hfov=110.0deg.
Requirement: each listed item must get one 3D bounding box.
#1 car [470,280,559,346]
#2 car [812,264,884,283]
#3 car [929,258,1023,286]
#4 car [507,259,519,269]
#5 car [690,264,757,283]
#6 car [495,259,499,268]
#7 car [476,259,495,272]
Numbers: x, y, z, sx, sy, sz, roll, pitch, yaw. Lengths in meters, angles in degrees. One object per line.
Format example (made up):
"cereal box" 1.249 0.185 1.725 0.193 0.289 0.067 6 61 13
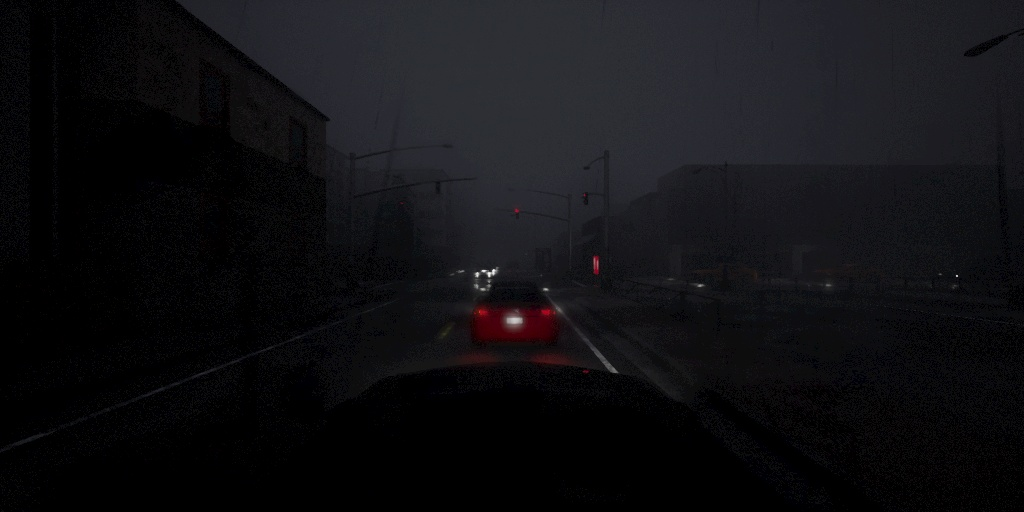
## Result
"car" 0.073 1.314 9.461 1.994 1.385 4.181 0 0 1
"car" 27.558 1.404 29.524 5.008 1.535 1.882 0 0 0
"car" 38.047 1.148 29.516 5.566 2.045 2.150 0 0 0
"car" 0.175 1.241 55.171 2.128 1.511 4.902 0 0 0
"car" 17.332 1.404 29.515 5.008 1.535 1.882 0 0 0
"car" -3.515 1.351 56.365 1.895 1.301 4.718 0 0 0
"car" -3.539 1.276 46.332 1.812 1.442 4.674 0 0 0
